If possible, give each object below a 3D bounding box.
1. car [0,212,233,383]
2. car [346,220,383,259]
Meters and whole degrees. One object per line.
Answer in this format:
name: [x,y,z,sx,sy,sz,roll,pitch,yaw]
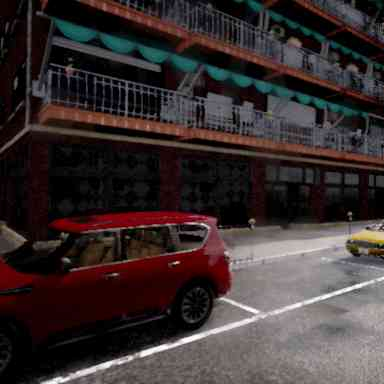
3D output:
car: [-1.570,1.315,5.418,5.009,1.841,2.192,0,1,-35]
car: [7.312,1.519,11.757,4.829,1.417,1.752,0,1,-35]
